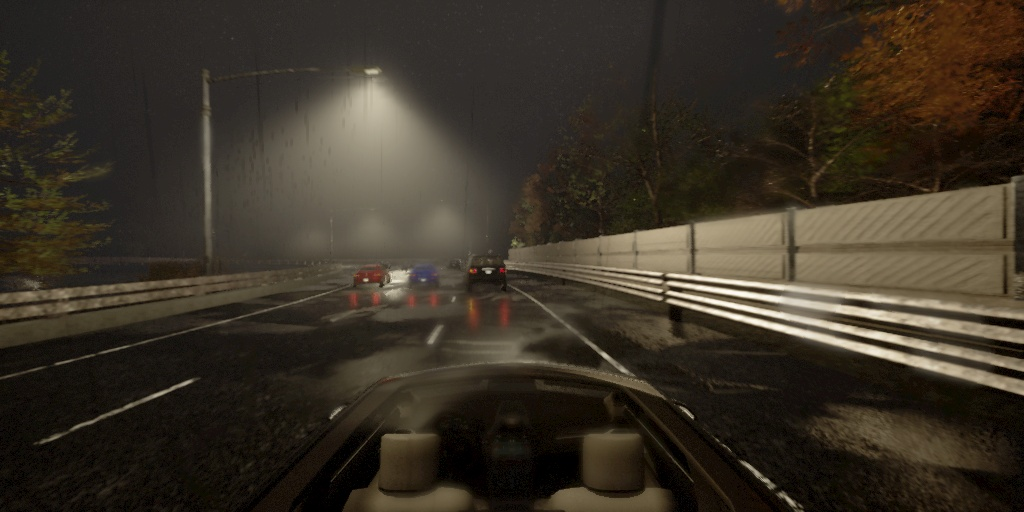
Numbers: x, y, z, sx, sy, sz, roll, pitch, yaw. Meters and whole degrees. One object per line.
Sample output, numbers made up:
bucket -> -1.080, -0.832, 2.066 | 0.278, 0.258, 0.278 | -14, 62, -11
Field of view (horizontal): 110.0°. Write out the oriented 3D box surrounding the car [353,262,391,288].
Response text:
car -> -9.367, 1.301, 24.158 | 1.812, 1.442, 4.674 | -1, 0, -11

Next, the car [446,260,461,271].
car -> -7.635, 1.188, 47.287 | 2.033, 1.411, 5.357 | -1, 0, -10

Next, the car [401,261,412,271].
car -> -13.462, 1.322, 47.623 | 1.895, 1.301, 4.718 | -1, 0, -25

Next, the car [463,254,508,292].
car -> -1.608, 0.902, 20.897 | 2.150, 2.045, 5.566 | -1, 0, -9

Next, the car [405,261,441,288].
car -> -5.674, 1.252, 23.502 | 1.812, 1.442, 4.674 | -1, 0, -11
